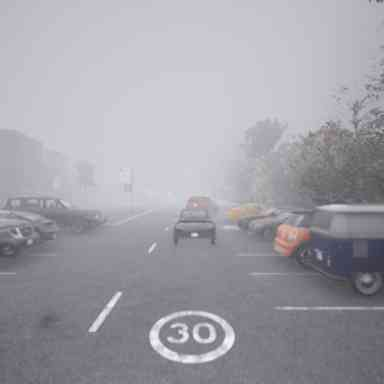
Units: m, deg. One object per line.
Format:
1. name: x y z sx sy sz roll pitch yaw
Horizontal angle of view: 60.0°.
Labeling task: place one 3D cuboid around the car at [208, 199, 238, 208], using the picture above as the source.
1. car: 5.180 1.944 56.271 5.008 1.535 2.097 0 -1 0

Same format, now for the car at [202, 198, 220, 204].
1. car: 5.197 2.378 90.323 4.674 1.452 2.002 0 -1 0

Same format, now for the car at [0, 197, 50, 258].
1. car: -7.961 1.253 10.690 5.566 2.045 2.435 0 0 0

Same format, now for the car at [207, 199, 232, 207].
1. car: 5.183 2.060 62.819 4.674 1.452 2.002 0 -1 0

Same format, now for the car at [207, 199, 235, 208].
1. car: 5.175 1.983 59.544 4.892 1.521 2.231 0 -1 0

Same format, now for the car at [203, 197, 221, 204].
1. car: 5.264 2.174 87.156 4.553 1.767 2.185 0 -1 0

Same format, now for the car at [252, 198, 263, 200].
1. car: 14.693 1.981 75.473 4.181 1.385 1.994 -1 -3 -1

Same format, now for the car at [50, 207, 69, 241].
1. car: -7.980 1.514 13.494 4.892 1.521 2.231 0 0 0

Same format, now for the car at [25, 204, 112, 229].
1. car: -7.978 1.566 21.899 4.892 1.521 2.231 0 0 0

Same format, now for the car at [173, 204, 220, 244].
1. car: 0.113 1.536 15.905 2.128 1.511 4.902 0 0 0

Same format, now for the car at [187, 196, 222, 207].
1. car: 1.121 1.437 34.579 2.150 2.045 5.566 -2 -1 17

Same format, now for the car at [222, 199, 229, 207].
1. car: 5.165 1.948 53.122 4.674 1.452 2.002 0 -1 0

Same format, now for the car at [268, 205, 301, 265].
1. car: 5.059 1.378 10.716 4.553 1.767 2.185 0 0 0

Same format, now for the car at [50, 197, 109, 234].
1. car: -7.949 1.293 19.100 5.566 2.045 2.435 0 0 0

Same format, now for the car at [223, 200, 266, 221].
1. car: 5.107 1.587 24.639 5.008 1.535 2.097 0 -1 0

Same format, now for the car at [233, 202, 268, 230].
1. car: 5.107 1.543 19.071 5.008 1.535 2.097 0 0 0

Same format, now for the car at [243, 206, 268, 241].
1. car: 5.100 1.567 16.284 4.674 1.452 2.002 0 0 0

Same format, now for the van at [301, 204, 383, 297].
1. van: 5.204 1.269 7.936 4.442 1.987 1.878 0 0 0
